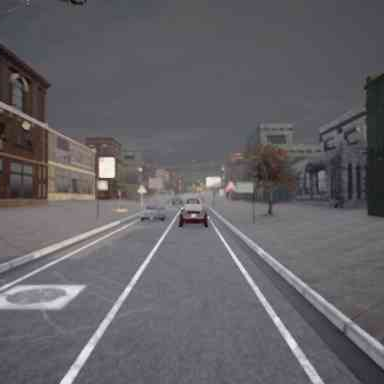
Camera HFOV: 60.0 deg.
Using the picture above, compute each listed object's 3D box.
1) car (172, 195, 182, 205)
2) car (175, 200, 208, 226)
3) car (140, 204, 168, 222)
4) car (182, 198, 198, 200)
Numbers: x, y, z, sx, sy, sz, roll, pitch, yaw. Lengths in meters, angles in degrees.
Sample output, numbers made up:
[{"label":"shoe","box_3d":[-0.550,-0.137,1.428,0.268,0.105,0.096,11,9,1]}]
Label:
[{"label":"car","box_3d":[-2.990,1.723,68.830,2.150,2.045,5.566,0,-1,0]},{"label":"car","box_3d":[0.104,1.598,24.175,2.163,1.488,4.792,0,0,0]},{"label":"car","box_3d":[-3.092,1.698,27.601,1.895,1.301,4.718,0,0,0]},{"label":"car","box_3d":[0.105,1.568,41.958,2.033,1.649,4.856,0,0,0]}]
